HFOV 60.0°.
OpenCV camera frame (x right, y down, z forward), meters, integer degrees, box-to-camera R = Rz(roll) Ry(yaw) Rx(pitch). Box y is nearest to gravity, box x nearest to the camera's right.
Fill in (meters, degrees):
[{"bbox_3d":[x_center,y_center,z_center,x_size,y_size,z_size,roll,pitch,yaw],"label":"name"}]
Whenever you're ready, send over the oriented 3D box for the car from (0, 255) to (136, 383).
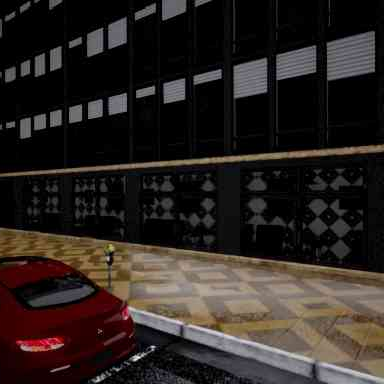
[{"bbox_3d":[-2.627,1.582,4.701,4.206,1.307,1.802,0,0,35],"label":"car"}]
